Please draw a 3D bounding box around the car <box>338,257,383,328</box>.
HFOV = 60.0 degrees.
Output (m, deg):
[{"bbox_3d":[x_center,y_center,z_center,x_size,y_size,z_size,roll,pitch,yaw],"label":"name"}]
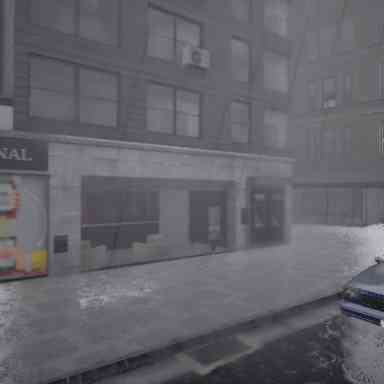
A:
[{"bbox_3d":[5.042,1.556,6.359,5.357,1.411,2.033,0,0,-36],"label":"car"}]
